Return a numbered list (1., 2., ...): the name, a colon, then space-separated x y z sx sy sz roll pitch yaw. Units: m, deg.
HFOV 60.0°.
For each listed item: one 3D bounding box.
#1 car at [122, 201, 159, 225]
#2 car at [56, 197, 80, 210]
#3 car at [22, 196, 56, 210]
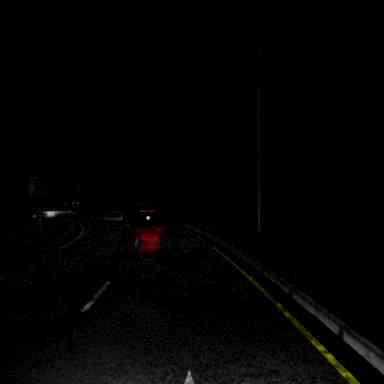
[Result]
1. car: -3.717 1.401 23.606 1.837 1.490 4.892 0 0 -22
2. car: -15.017 1.271 38.353 5.357 1.411 2.033 2 1 41
3. car: -17.431 1.173 36.731 5.008 1.535 1.882 1 1 41
